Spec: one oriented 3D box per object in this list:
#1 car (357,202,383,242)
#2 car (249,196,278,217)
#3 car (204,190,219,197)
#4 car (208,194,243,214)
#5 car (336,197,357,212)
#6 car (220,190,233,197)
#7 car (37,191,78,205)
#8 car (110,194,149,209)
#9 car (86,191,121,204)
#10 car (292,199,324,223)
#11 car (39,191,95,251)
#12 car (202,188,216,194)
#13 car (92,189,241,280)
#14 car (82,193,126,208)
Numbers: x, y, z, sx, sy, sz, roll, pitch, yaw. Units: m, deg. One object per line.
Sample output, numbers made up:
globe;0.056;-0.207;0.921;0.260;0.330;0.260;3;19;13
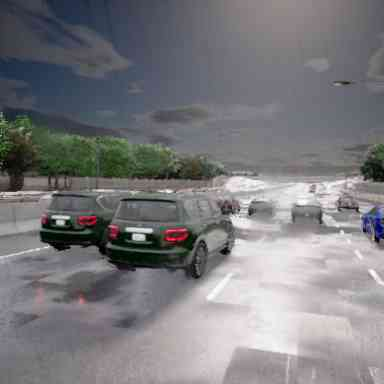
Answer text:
car;8.980;1.328;14.995;1.882;1.535;5.008;1;1;19
car;5.876;1.103;27.174;2.128;1.511;4.902;1;1;20
car;4.520;0.236;75.194;2.128;1.511;4.902;1;1;20
car;3.111;1.013;29.835;1.882;1.535;5.008;1;1;20
car;15.412;1.166;33.062;2.033;1.411;5.357;1;1;20
car;7.661;0.356;73.599;1.994;1.385;4.181;1;1;20
car;-15.915;0.682;39.556;1.812;1.442;4.674;1;1;20
car;-6.439;0.943;34.899;1.895;1.301;4.718;1;1;20
car;-11.181;0.639;42.394;1.882;1.535;5.008;1;1;20
car;7.960;1.199;22.893;2.128;1.511;4.902;1;1;20
car;-3.040;0.977;12.479;2.150;2.045;5.566;1;1;19
car;4.314;-0.332;84.759;2.128;1.511;4.902;1;2;20
car;-0.269;1.052;9.811;2.150;2.045;5.566;1;1;19
car;-9.551;0.826;36.588;2.033;1.411;5.357;1;1;20
